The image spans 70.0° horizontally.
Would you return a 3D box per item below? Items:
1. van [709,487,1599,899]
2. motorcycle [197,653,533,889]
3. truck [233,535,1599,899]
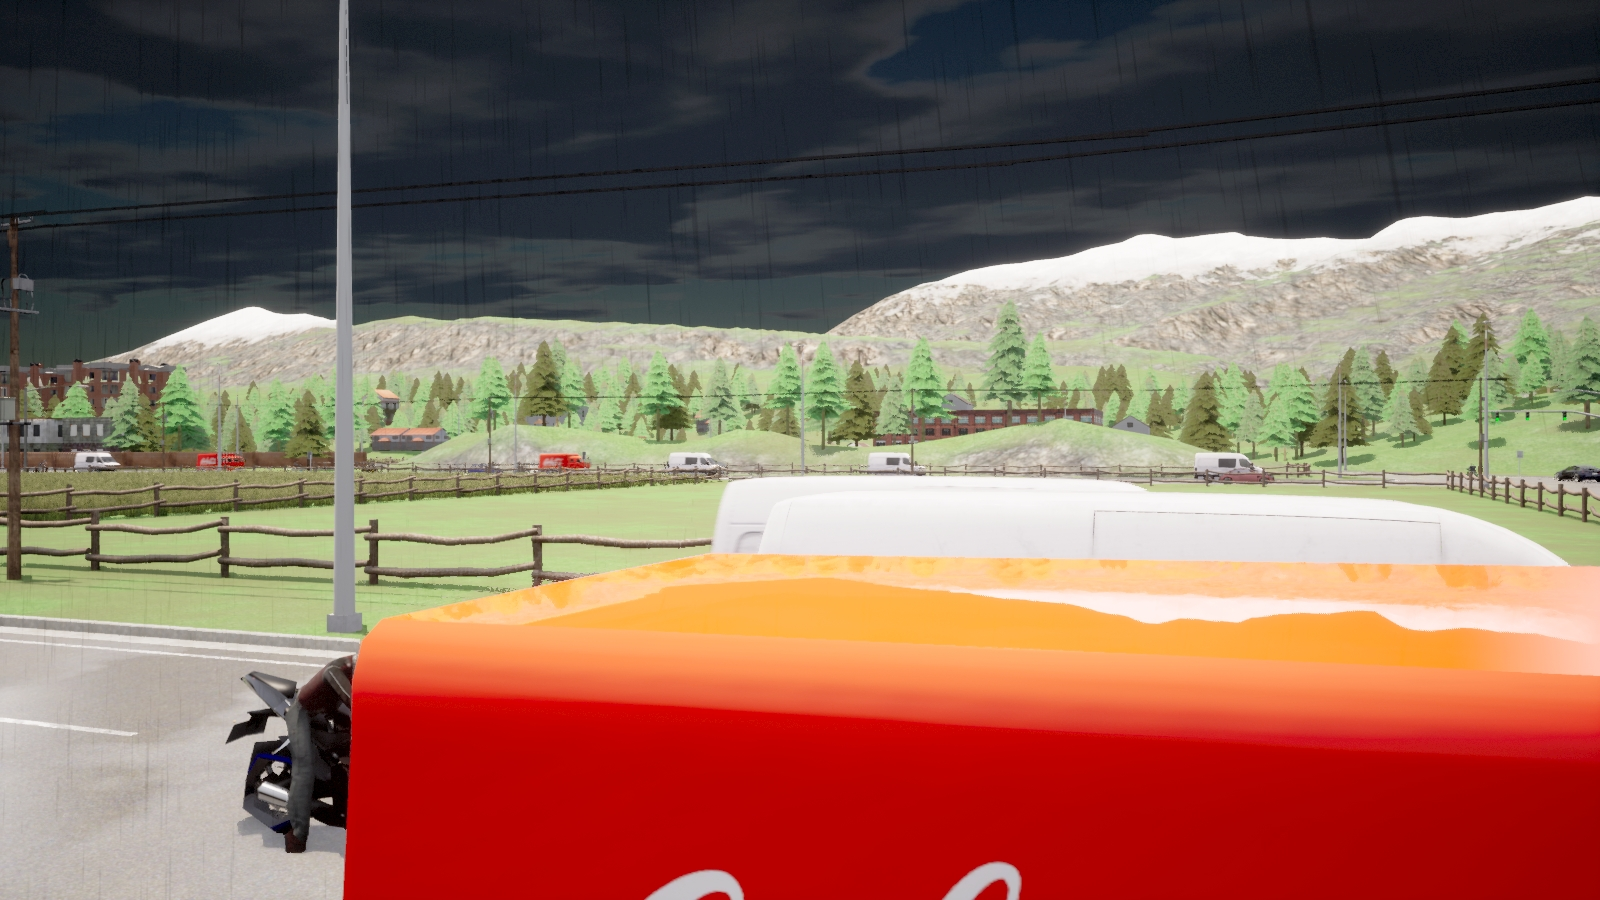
[{"bbox_3d":[2.633,1.535,6.060,5.915,2.561,1.988,0,0,20],"label":"van"},{"bbox_3d":[-3.100,2.209,8.150,2.209,1.251,0.867,0,0,20],"label":"motorcycle"},{"bbox_3d":[1.693,1.575,2.753,5.204,2.467,2.627,-1,0,21],"label":"truck"}]
